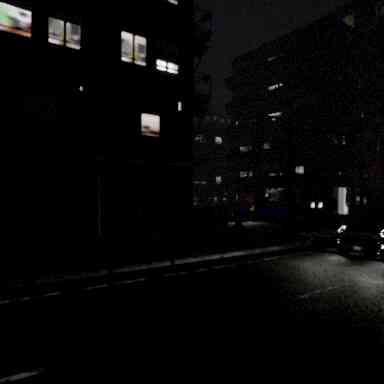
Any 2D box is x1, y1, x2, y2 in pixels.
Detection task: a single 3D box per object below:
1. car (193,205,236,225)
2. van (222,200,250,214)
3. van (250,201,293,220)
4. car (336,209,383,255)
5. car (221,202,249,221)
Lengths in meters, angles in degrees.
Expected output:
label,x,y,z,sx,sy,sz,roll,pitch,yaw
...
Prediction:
label,x,y,z,sx,sy,sz,roll,pitch,yaw
car,1.435,1.996,28.444,1.802,1.307,4.206,-1,0,-36
van,4.841,1.855,37.885,1.690,1.788,3.998,-1,0,-36
van,8.166,1.782,33.376,1.690,1.788,3.998,-1,0,-36
car,7.663,1.443,13.054,4.553,1.767,2.097,1,-1,-36
car,2.748,1.965,31.022,1.812,1.442,4.674,0,-1,-37
